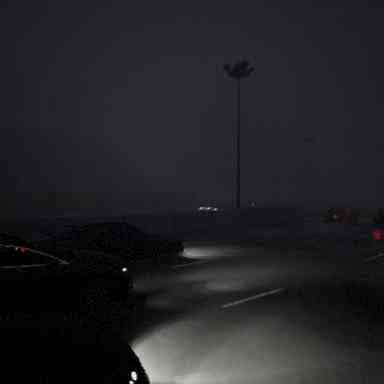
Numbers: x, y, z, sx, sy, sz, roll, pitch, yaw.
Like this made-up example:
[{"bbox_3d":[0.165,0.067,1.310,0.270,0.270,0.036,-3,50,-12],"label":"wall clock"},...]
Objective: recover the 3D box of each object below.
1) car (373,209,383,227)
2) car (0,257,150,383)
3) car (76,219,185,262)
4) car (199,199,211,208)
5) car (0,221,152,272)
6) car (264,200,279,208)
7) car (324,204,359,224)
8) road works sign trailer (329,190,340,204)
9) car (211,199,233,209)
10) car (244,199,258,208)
[{"bbox_3d":[14.439,1.828,24.063,1.895,1.301,4.718,0,0,36],"label":"car"},{"bbox_3d":[-2.360,1.560,2.329,4.181,1.385,1.994,1,0,-35],"label":"car"},{"bbox_3d":[-2.795,1.587,10.567,5.357,1.411,2.033,1,0,-40],"label":"car"},{"bbox_3d":[2.716,1.871,54.977,2.033,1.411,5.357,0,0,18],"label":"car"},{"bbox_3d":[-3.433,1.500,5.803,4.902,1.511,2.128,1,0,-36],"label":"car"},{"bbox_3d":[12.134,1.923,50.350,1.994,1.385,4.181,0,0,18],"label":"car"},{"bbox_3d":[12.172,1.707,26.950,1.882,1.535,5.008,0,0,35],"label":"car"},{"bbox_3d":[36.202,1.177,85.497,2.380,3.560,2.880,0,0,-12],"label":"road works sign trailer"},{"bbox_3d":[4.968,1.809,50.966,2.128,1.511,4.902,0,0,19],"label":"car"},{"bbox_3d":[9.455,1.865,53.352,1.837,1.490,4.892,1,-1,17],"label":"car"}]
